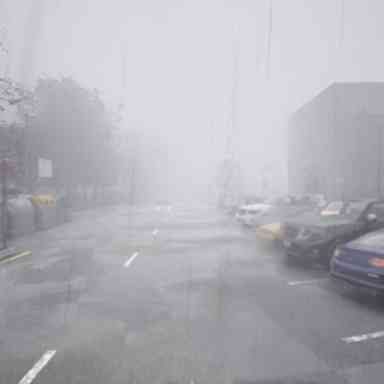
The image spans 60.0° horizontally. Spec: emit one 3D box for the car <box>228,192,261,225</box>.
[{"bbox_3d":[5.314,1.126,19.453,5.566,2.045,2.435,1,1,-20],"label":"car"}]

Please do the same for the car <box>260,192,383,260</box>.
[{"bbox_3d":[5.311,1.171,10.436,5.566,2.045,2.435,1,1,-20],"label":"car"}]

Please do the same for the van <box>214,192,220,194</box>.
[{"bbox_3d":[5.464,1.073,40.534,4.442,1.987,1.878,1,0,-20],"label":"van"}]

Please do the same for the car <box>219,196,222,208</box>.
[{"bbox_3d":[5.353,1.369,31.478,4.674,1.452,2.002,1,0,-20],"label":"car"}]

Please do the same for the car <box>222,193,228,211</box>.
[{"bbox_3d":[5.318,1.213,28.469,4.553,1.767,2.185,1,0,-20],"label":"car"}]

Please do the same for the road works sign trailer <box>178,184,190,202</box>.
[{"bbox_3d":[-1.101,0.186,68.218,2.880,3.560,2.380,0,0,-41],"label":"road works sign trailer"}]

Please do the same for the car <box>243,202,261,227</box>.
[{"bbox_3d":[5.303,1.421,16.453,4.792,1.488,2.163,1,1,-20],"label":"car"}]

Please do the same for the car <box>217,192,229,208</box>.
[{"bbox_3d":[5.388,1.193,34.486,4.553,1.767,2.185,1,0,-20],"label":"car"}]

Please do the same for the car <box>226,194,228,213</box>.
[{"bbox_3d":[5.315,1.225,25.468,4.553,1.767,2.185,1,0,-20],"label":"car"}]

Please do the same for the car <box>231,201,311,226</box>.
[{"bbox_3d":[5.316,1.393,22.454,4.792,1.488,2.163,1,1,-20],"label":"car"}]

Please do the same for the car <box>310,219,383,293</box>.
[{"bbox_3d":[5.313,1.480,7.460,4.674,1.452,2.002,1,0,-20],"label":"car"}]

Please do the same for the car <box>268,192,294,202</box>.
[{"bbox_3d":[18.296,0.964,68.534,2.435,2.045,5.566,0,1,-21],"label":"car"}]

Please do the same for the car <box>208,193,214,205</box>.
[{"bbox_3d":[5.168,1.273,46.433,5.366,1.575,1.946,1,0,-20],"label":"car"}]

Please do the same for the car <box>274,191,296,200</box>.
[{"bbox_3d":[23.897,0.915,85.683,2.435,2.045,5.566,0,-1,-21],"label":"car"}]

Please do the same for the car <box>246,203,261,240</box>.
[{"bbox_3d":[5.152,1.402,13.395,5.366,1.575,1.946,1,1,-20],"label":"car"}]

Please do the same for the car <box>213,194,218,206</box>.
[{"bbox_3d":[5.347,1.308,37.490,5.008,1.535,2.097,1,0,-20],"label":"car"}]

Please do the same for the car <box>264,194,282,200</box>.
[{"bbox_3d":[20.874,1.194,85.598,2.163,1.488,4.792,0,-1,-21],"label":"car"}]

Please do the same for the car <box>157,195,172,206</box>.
[{"bbox_3d":[-4.116,1.258,49.891,1.882,1.535,5.008,0,0,1],"label":"car"}]
